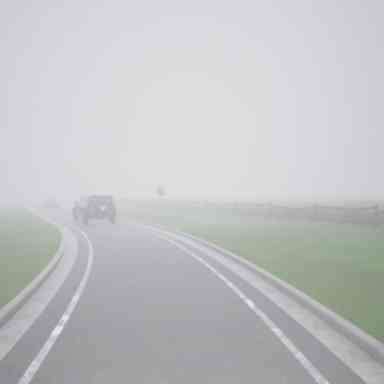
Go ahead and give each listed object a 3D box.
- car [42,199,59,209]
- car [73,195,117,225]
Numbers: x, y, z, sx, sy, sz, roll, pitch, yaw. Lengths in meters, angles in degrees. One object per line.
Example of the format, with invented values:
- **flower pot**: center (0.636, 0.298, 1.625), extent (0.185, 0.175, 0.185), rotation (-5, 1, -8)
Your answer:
- **car**: center (-19.597, 1.594, 46.053), extent (1.994, 1.385, 4.181), rotation (0, 0, -28)
- **car**: center (-7.217, 1.222, 24.397), extent (2.150, 2.045, 5.566), rotation (0, 0, -29)
